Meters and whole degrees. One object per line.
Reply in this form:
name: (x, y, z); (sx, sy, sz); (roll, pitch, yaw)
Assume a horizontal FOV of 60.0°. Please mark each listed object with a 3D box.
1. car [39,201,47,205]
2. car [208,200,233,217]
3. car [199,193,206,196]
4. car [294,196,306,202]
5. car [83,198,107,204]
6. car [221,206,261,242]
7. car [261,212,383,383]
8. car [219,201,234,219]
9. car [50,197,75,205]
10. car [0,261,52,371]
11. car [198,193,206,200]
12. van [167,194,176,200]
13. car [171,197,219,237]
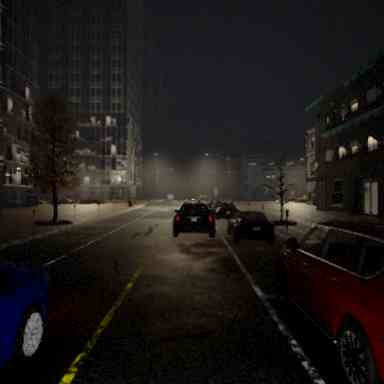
car: (-28.610, 1.692, 59.580); (4.829, 1.417, 1.752); (-1, 0, 1)
car: (2.710, 1.544, 32.384); (2.008, 1.369, 4.403); (1, 0, 0)
car: (2.721, 1.407, 81.299); (1.967, 1.590, 4.097); (1, 0, 0)
car: (20.695, 1.222, 59.097); (4.829, 1.417, 1.752); (-1, 0, 1)
car: (-17.413, 1.641, 59.470); (4.206, 1.307, 1.802); (-1, 0, 1)
car: (2.706, 1.564, 15.951); (1.947, 1.339, 4.313); (1, 0, 0)
car: (2.708, 1.315, 4.997); (2.192, 1.841, 5.009); (1, 0, 0)
car: (2.708, 1.561, 26.907); (1.947, 1.339, 4.313); (1, 0, 0)
car: (-23.098, 1.554, 59.527); (4.097, 1.590, 1.967); (-1, 0, 1)
car: (-3.070, 1.477, 3.022); (1.882, 1.535, 5.008); (0, 0, 0)
car: (2.726, 1.274, 92.647); (2.192, 1.841, 5.009); (1, 0, 0)
van: (-5.656, 1.304, 86.936); (1.690, 1.788, 3.998); (1, 0, 0)
car: (0.106, 1.350, 18.161); (2.097, 1.767, 4.553); (0, 0, 0)
